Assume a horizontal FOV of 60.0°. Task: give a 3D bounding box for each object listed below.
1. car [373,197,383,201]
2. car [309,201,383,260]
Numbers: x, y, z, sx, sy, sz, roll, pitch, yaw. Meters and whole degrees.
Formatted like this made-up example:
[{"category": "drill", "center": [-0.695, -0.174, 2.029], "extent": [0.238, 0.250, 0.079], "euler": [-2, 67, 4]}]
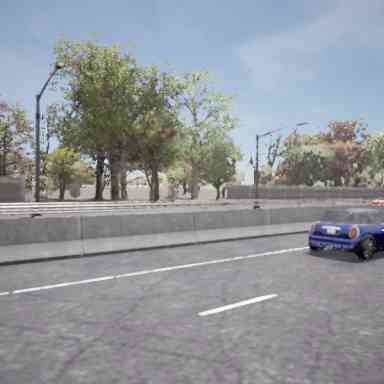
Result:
[{"category": "car", "center": [32.864, 1.640, 57.451], "extent": [4.553, 1.767, 2.097], "euler": [0, 0, -35]}, {"category": "car", "center": [6.589, 1.404, 12.816], "extent": [4.553, 1.767, 2.097], "euler": [0, 0, -35]}]
